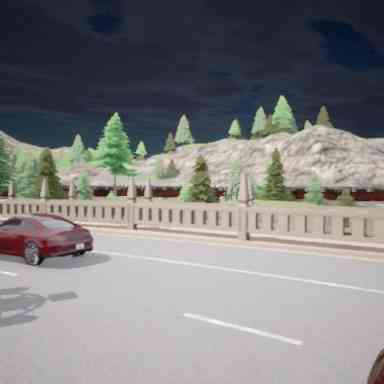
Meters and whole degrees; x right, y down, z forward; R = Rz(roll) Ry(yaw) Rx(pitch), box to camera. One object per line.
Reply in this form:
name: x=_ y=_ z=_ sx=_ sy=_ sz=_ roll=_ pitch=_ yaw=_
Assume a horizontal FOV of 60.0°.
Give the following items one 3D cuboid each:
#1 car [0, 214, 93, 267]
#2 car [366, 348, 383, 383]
car: x=-5.373 y=1.461 z=11.117 sx=4.674 sy=1.442 sz=1.812 roll=0 pitch=0 yaw=29
car: x=3.069 y=1.557 z=1.603 sx=4.181 sy=1.385 sz=1.994 roll=0 pitch=0 yaw=37
